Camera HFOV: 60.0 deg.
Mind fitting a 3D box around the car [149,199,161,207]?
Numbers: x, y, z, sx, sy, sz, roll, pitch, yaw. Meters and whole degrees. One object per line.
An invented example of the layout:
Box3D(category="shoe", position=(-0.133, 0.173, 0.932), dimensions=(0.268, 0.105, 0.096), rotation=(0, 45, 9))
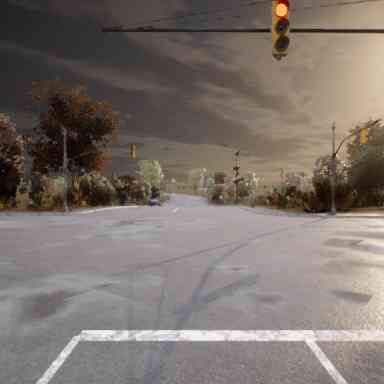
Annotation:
Box3D(category="car", position=(-7.000, 2.022, 62.872), dimensions=(1.882, 1.535, 5.008), rotation=(0, -2, 0))
